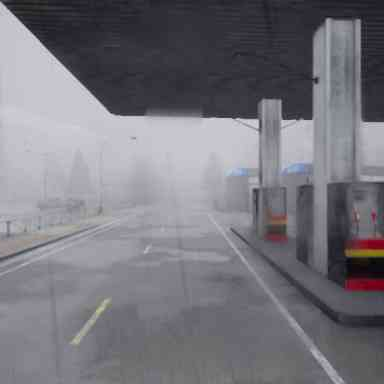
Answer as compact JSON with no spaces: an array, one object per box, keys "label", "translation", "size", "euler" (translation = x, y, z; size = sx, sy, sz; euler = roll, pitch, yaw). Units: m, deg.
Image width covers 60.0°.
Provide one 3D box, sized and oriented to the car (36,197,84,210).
[{"label":"car","translation":[-16.490,1.426,41.056],"size":[5.027,1.636,2.152],"euler":[0,0,-1]}]
